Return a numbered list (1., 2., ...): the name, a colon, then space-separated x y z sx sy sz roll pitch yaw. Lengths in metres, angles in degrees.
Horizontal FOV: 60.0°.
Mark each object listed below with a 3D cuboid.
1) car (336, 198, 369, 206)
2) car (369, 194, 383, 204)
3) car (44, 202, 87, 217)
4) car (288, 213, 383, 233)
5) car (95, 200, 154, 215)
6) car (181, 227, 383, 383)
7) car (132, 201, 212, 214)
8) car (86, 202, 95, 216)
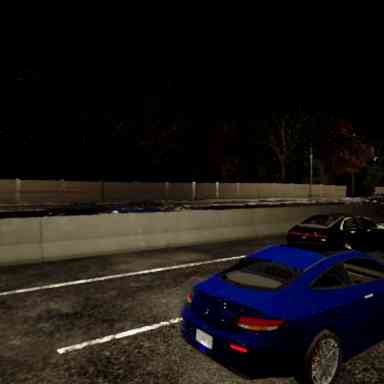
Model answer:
1. car: 24.574 1.614 51.577 5.357 1.411 2.033 0 0 -35
2. car: 28.216 1.290 49.878 5.566 2.045 2.150 0 0 -35
3. car: -9.229 1.554 27.499 5.357 1.411 2.033 0 0 -36
4. car: 5.440 1.515 11.932 4.892 1.490 1.837 0 0 -36
5. car: -3.855 1.360 22.743 4.553 1.767 2.097 0 0 -36
6. car: 2.015 1.529 5.185 4.674 1.442 1.812 0 0 -36
7. car: -0.861 1.501 20.580 4.902 1.511 2.128 0 0 -36
8. car: -5.599 1.573 25.797 4.181 1.385 1.994 0 0 -35
